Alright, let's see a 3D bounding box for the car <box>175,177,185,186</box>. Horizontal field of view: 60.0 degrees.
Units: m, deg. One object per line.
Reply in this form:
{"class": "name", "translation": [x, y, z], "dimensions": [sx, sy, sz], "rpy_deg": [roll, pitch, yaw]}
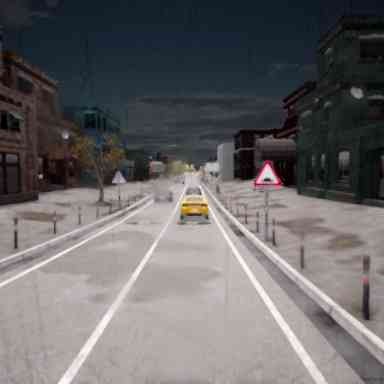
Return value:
{"class": "car", "translation": [-2.756, -2.526, 77.008], "dimensions": [2.150, 2.045, 5.566], "rpy_deg": [0, 3, 0]}

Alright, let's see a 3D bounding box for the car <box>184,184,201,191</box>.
{"class": "car", "translation": [0.232, 0.037, 41.941], "dimensions": [1.994, 1.385, 4.181], "rpy_deg": [0, 4, 0]}

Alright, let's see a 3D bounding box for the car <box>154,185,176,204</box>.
{"class": "car", "translation": [-2.980, 0.358, 35.781], "dimensions": [2.128, 1.511, 4.902], "rpy_deg": [0, 3, 0]}

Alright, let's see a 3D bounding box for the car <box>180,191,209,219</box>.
{"class": "car", "translation": [0.165, 0.945, 23.703], "dimensions": [1.882, 1.535, 5.008], "rpy_deg": [0, 2, 0]}
